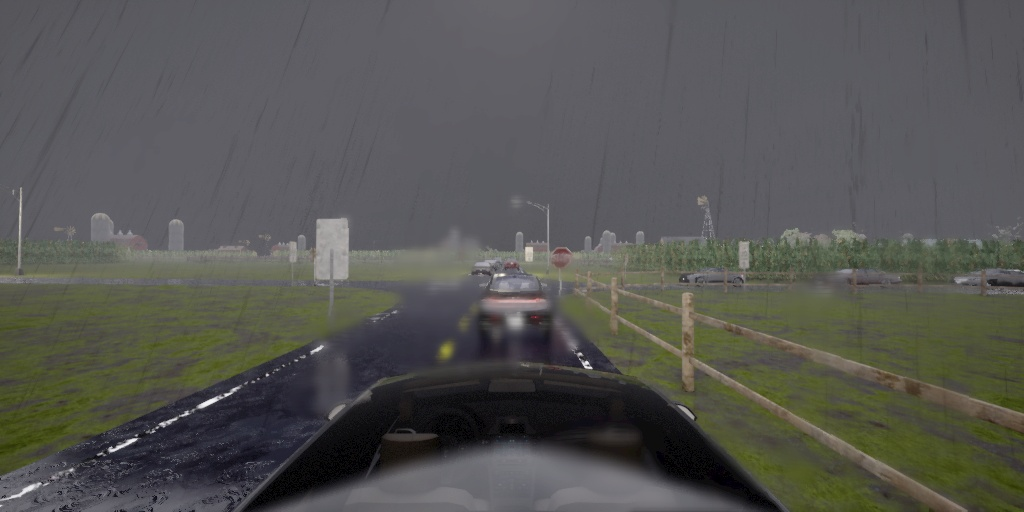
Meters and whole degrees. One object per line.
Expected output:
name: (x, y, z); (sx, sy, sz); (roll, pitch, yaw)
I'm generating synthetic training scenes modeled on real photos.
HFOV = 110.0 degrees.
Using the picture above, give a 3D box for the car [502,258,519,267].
car: (-0.039, 1.077, 53.692); (2.097, 1.767, 4.553); (0, 0, 0)

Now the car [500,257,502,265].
car: (-2.964, 1.283, 59.169); (1.994, 1.385, 4.181); (0, 0, 1)

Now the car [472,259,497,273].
car: (-2.938, 1.288, 36.489); (2.033, 1.411, 5.357); (0, 0, 0)

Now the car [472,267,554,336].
car: (0.081, 1.243, 10.370); (2.128, 1.511, 4.902); (0, 0, 0)

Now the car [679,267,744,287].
car: (14.517, 1.516, 26.187); (4.181, 1.385, 1.994); (1, -1, 0)

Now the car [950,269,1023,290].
car: (35.131, 1.689, 26.162); (4.902, 1.511, 2.128); (1, -1, 0)

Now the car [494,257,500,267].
car: (-2.960, 1.209, 48.254); (1.882, 1.535, 5.008); (0, 0, 0)

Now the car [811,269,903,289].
car: (25.108, 1.625, 26.180); (5.357, 1.411, 2.033); (1, -1, 0)
